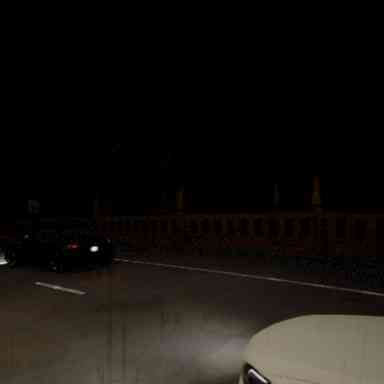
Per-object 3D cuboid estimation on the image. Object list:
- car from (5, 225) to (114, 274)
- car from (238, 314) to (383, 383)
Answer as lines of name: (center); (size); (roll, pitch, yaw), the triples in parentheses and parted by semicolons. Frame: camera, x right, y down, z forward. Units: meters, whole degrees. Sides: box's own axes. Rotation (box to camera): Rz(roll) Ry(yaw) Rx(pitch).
car: (-4.708, 1.859, 11.646); (4.181, 1.385, 1.994); (-3, -2, 35)
car: (2.554, 1.526, 2.172); (4.674, 1.442, 1.812); (0, 0, 35)
